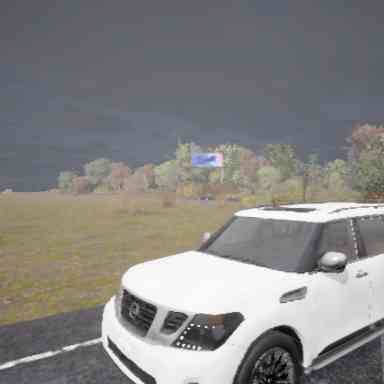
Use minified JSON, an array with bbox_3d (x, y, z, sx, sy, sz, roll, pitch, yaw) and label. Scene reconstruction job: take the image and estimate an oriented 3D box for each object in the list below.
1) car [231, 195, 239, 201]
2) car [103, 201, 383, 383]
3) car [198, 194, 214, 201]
[{"bbox_3d":[7.674,1.383,68.325,1.812,1.442,4.674,0,0,-33],"label":"car"},{"bbox_3d":[1.568,1.221,4.992,5.566,2.045,2.150,0,0,-36],"label":"car"},{"bbox_3d":[3.249,1.227,74.877,1.837,1.490,4.892,0,0,-34],"label":"car"}]
